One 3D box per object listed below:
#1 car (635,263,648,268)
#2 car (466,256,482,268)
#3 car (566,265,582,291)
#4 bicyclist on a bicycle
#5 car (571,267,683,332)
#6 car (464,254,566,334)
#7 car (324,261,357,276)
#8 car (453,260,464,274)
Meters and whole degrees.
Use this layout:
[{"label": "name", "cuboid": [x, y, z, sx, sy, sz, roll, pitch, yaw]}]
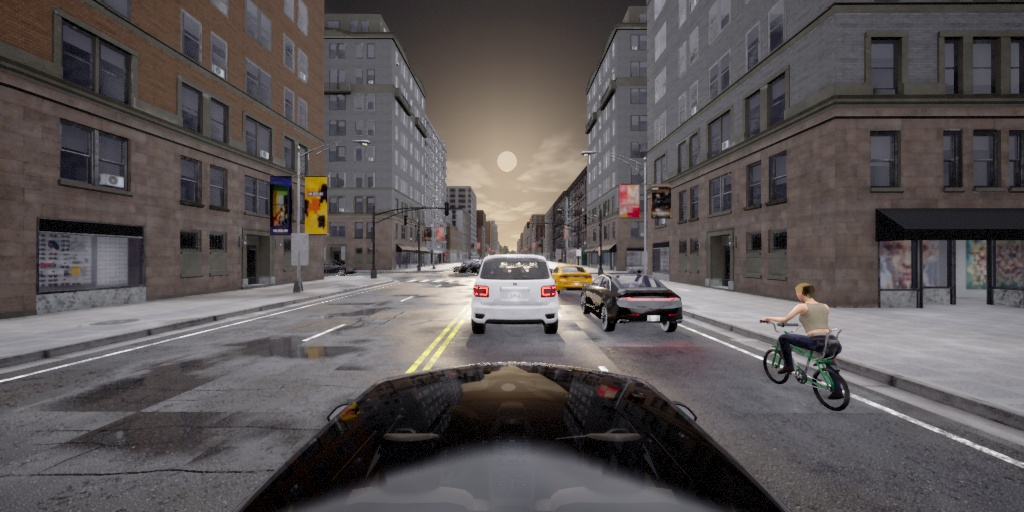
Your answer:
[{"label": "car", "cuboid": [14.974, 1.413, 38.708, 4.718, 1.301, 1.895, 0, 0, 1]}, {"label": "car", "cuboid": [-6.690, 0.996, 64.036, 2.150, 2.045, 5.566, 0, 0, 0]}, {"label": "car", "cuboid": [3.211, 1.233, 20.311, 1.882, 1.535, 5.008, 0, 0, 0]}, {"label": "bicyclist on a bicycle", "cuboid": [4.129, 1.187, 5.133, 0.866, 1.612, 1.509, 0, 0, 0]}, {"label": "car", "cuboid": [3.323, 1.243, 10.821, 2.128, 1.511, 4.902, 0, 0, 0]}, {"label": "car", "cuboid": [0.079, 0.973, 10.750, 2.150, 2.045, 5.566, 0, 0, 0]}, {"label": "car", "cuboid": [-18.075, 1.244, 35.811, 4.892, 1.490, 1.837, 0, 0, 0]}, {"label": "car", "cuboid": [-4.012, 1.369, 39.318, 4.718, 1.301, 1.895, 0, 0, -37]}]
